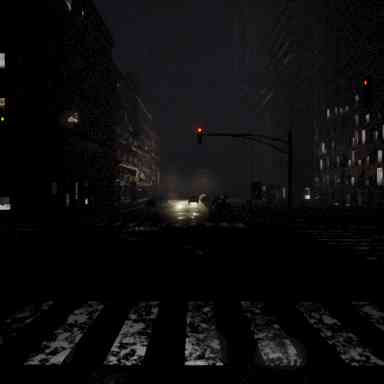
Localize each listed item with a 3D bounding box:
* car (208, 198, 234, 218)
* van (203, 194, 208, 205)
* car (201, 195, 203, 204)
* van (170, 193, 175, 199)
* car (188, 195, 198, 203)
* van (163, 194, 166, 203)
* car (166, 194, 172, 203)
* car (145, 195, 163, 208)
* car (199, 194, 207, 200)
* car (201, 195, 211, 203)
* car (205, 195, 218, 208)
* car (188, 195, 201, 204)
[{"bbox_3d":[2.731,1.522,29.981,1.887,1.381,4.507,-1,0,0],"label":"car"},{"bbox_3d":[2.778,1.295,46.918,1.690,1.788,3.998,-1,0,0],"label":"van"},{"bbox_3d":[2.797,1.490,52.564,1.887,1.381,4.507,-1,0,0],"label":"car"},{"bbox_3d":[-5.487,1.242,75.141,1.690,1.788,3.998,-1,0,0],"label":"van"},{"bbox_3d":[0.231,1.427,71.100,2.128,1.511,4.902,0,0,0],"label":"car"},{"bbox_3d":[-5.553,1.287,52.555,1.690,1.788,3.998,-1,0,0],"label":"van"},{"bbox_3d":[-5.517,1.470,63.847,1.887,1.381,4.507,-1,0,0],"label":"car"},{"bbox_3d":[-5.566,1.520,46.910,1.947,1.339,4.313,-1,0,0],"label":"car"},{"bbox_3d":[2.932,1.313,86.439,1.967,1.590,4.097,-1,0,0],"label":"car"},{"bbox_3d":[2.852,1.353,69.501,1.967,1.590,4.097,-1,0,0],"label":"car"},{"bbox_3d":[2.746,1.410,35.626,1.967,1.590,4.097,-1,0,0],"label":"car"},{"bbox_3d":[0.276,1.435,60.898,1.837,1.490,4.892,0,0,0],"label":"car"}]
